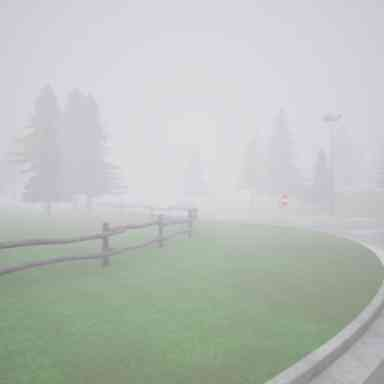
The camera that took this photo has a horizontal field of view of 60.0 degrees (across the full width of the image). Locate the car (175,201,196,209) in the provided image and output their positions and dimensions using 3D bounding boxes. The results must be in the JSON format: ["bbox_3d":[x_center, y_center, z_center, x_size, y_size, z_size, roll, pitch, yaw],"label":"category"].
[{"bbox_3d":[-1.185,2.293,59.225,1.882,1.535,5.008,1,-1,-35],"label":"car"}]

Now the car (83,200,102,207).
[{"bbox_3d":[-20.834,2.229,68.661,2.097,1.767,4.553,1,-1,-35],"label":"car"}]

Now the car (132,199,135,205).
[{"bbox_3d":[-15.103,2.491,72.674,2.033,1.411,5.357,1,-1,-35],"label":"car"}]

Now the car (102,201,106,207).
[{"bbox_3d":[-18.103,2.510,70.854,1.895,1.301,4.718,1,-1,-35],"label":"car"}]

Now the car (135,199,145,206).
[{"bbox_3d":[-12.319,2.345,74.803,2.097,1.767,4.553,1,-1,-35],"label":"car"}]

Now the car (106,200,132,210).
[{"bbox_3d":[-12.579,2.309,57.148,1.994,1.385,4.181,1,-1,-35],"label":"car"}]
